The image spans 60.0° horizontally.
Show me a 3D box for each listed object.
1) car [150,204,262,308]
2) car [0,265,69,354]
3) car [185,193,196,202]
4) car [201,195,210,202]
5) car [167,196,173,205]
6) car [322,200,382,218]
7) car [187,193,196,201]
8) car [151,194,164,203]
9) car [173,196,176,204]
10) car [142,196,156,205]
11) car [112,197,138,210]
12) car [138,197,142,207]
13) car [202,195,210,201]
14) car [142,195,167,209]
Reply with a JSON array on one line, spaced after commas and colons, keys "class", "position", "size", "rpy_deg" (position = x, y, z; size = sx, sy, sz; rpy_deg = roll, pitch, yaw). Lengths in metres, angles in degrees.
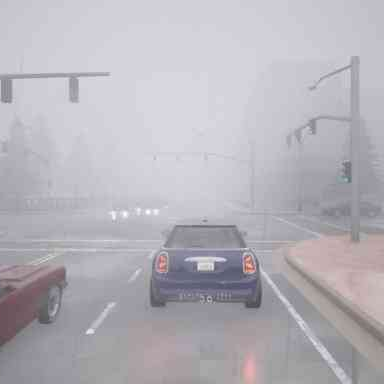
[{"class": "car", "position": [0.305, 1.352, 8.090], "size": [2.097, 1.767, 4.553], "rpy_deg": [0, 0, 2]}, {"class": "car", "position": [-3.307, 1.601, 4.216], "size": [1.895, 1.301, 4.718], "rpy_deg": [0, 0, 2]}, {"class": "car", "position": [-0.459, 1.520, 72.755], "size": [1.812, 1.442, 4.674], "rpy_deg": [0, 0, 2]}, {"class": "car", "position": [3.076, 1.549, 73.619], "size": [1.994, 1.385, 4.181], "rpy_deg": [0, 0, 2]}, {"class": "car", "position": [-4.715, 1.478, 55.156], "size": [1.882, 1.535, 5.008], "rpy_deg": [0, 0, 2]}, {"class": "car", "position": [14.115, 1.505, 29.515], "size": [4.892, 1.490, 1.837], "rpy_deg": [0, 0, 4]}, {"class": "car", "position": [-0.092, 1.223, 82.486], "size": [2.150, 2.045, 5.566], "rpy_deg": [0, 0, 2]}, {"class": "car", "position": [-7.490, 1.355, 72.076], "size": [2.097, 1.767, 4.553], "rpy_deg": [0, 0, 2]}, {"class": "car", "position": [-4.274, 1.478, 65.454], "size": [1.882, 1.535, 5.008], "rpy_deg": [0, 0, 3]}, {"class": "car", "position": [-7.938, 1.505, 61.920], "size": [1.837, 1.490, 4.892], "rpy_deg": [0, 0, 3]}, {"class": "car", "position": [-8.705, 1.601, 42.530], "size": [1.895, 1.301, 4.718], "rpy_deg": [0, 0, 2]}, {"class": "car", "position": [-8.347, 1.491, 51.835], "size": [2.128, 1.511, 4.902], "rpy_deg": [0, 0, 2]}, {"class": "car", "position": [3.404, 1.475, 82.324], "size": [1.882, 1.535, 5.008], "rpy_deg": [0, 0, 2]}, {"class": "car", "position": [-5.078, 1.491, 45.797], "size": [2.128, 1.511, 4.902], "rpy_deg": [0, 0, 2]}]
